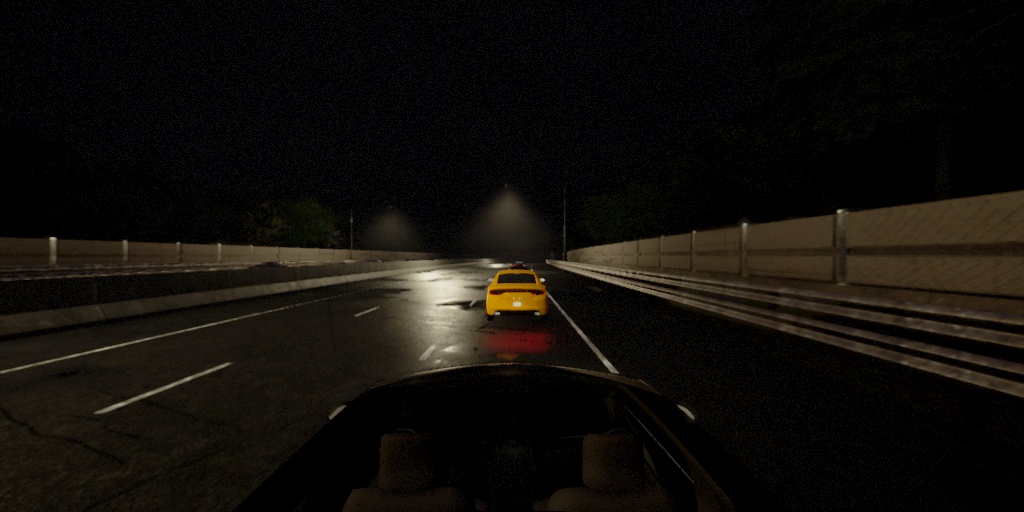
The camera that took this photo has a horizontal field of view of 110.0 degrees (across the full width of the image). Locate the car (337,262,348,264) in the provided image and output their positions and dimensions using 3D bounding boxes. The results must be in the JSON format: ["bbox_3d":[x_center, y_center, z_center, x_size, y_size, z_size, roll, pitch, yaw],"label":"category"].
[{"bbox_3d":[-20.326,1.338,43.068,1.895,1.301,4.718,0,0,2],"label":"car"}]

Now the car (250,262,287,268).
[{"bbox_3d":[-24.073,1.288,35.447,1.994,1.385,4.181,0,0,2],"label":"car"}]

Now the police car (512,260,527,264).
[{"bbox_3d":[0.899,1.274,43.717,2.038,1.542,4.974,0,0,2],"label":"police car"}]

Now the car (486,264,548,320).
[{"bbox_3d":[0.171,1.221,12.700,1.882,1.535,5.008,0,0,1],"label":"car"}]

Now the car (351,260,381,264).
[{"bbox_3d":[-16.829,1.235,42.888,2.128,1.511,4.902,0,0,2],"label":"car"}]
